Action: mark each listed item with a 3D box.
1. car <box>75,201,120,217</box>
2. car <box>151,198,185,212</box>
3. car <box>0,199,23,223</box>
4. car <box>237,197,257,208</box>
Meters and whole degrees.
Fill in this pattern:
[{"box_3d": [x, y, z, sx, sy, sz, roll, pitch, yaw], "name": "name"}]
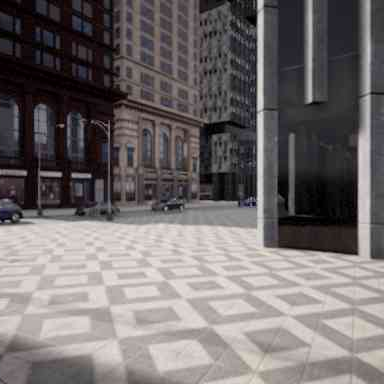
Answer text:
[{"box_3d": [-8.769, 1.561, 31.031, 1.994, 1.385, 4.181, 0, 0, 36], "name": "car"}, {"box_3d": [-2.809, 1.532, 39.357, 1.837, 1.490, 4.892, 0, 0, 36], "name": "car"}, {"box_3d": [-14.407, 1.320, 23.191, 2.097, 1.767, 4.553, 0, 0, 37], "name": "car"}, {"box_3d": [8.606, 1.549, 49.852, 1.882, 1.535, 5.008, 0, 0, 36], "name": "car"}]
